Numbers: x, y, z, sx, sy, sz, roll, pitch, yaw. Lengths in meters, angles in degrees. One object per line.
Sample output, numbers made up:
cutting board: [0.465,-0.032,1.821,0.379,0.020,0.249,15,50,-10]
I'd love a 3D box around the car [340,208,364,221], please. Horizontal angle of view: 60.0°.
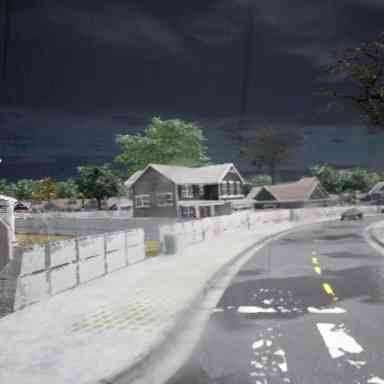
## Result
car: [20.884,2.906,43.238,1.837,1.490,4.892,-5,-4,42]
